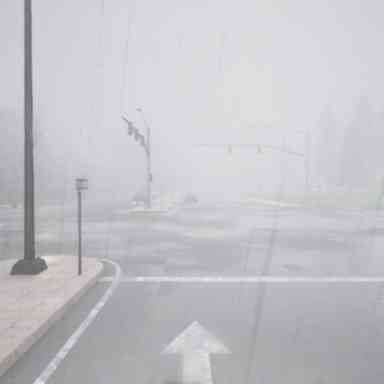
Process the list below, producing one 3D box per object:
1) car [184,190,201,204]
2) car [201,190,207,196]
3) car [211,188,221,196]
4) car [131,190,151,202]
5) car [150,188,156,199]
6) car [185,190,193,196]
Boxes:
[{"bbox_3d":[-0.148,0.883,45.793,1.812,1.442,4.674,0,1,-1],"label":"car"},{"bbox_3d":[2.702,0.307,86.895,1.812,1.442,4.674,0,1,-1],"label":"car"},{"bbox_3d":[6.202,0.008,86.900,2.150,2.045,5.566,0,1,-1],"label":"car"},{"bbox_3d":[-8.323,0.806,52.923,2.033,1.411,5.357,0,1,-1],"label":"car"},{"bbox_3d":[-8.471,0.295,66.150,2.150,2.045,5.566,0,1,-1],"label":"car"},{"bbox_3d":[-0.797,0.284,86.831,1.837,1.490,4.892,0,1,-1],"label":"car"}]
